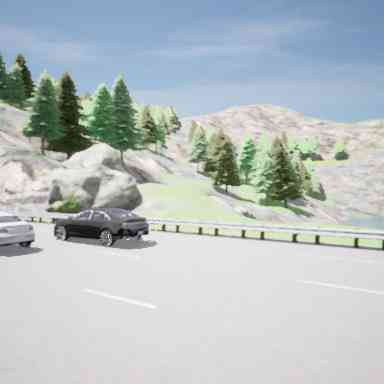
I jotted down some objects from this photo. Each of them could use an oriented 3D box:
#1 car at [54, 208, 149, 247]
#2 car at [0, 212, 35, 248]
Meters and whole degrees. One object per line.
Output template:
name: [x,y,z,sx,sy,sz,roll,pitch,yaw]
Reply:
car: [-4.154,1.476,14.912,4.902,1.511,2.128,0,0,32]
car: [-8.215,1.518,13.296,4.674,1.442,1.812,0,0,31]
